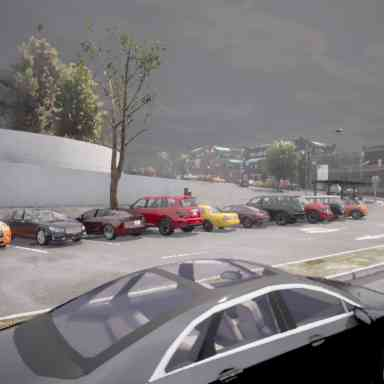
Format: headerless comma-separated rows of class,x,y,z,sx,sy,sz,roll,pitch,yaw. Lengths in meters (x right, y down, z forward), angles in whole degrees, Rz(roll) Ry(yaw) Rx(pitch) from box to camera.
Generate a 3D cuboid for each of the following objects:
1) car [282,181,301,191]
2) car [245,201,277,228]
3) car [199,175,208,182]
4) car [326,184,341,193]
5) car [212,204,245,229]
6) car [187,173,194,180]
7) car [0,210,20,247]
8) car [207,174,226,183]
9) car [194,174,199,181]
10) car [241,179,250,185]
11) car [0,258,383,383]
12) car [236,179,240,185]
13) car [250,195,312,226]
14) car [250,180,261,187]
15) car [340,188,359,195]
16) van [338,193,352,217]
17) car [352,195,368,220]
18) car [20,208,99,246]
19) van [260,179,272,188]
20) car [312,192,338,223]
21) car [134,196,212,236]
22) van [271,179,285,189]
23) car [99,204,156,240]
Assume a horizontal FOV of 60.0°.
car,20.736,-0.991,67.463,2.231,1.521,4.892,7,3,35
car,2.867,1.550,22.226,4.674,1.452,2.002,-1,-1,35
car,5.138,-3.697,89.577,2.435,2.045,5.566,7,3,34
car,25.947,-0.424,60.079,2.435,2.045,5.566,7,3,35
car,0.261,1.504,20.598,5.366,1.575,1.946,-1,-1,35
car,1.613,-4.083,94.512,2.185,1.767,4.553,4,1,33
car,-9.389,1.367,13.551,4.553,1.767,2.185,-1,-1,34
car,6.989,-3.174,87.318,1.946,1.575,5.366,7,3,34
car,3.343,-3.849,92.043,2.185,1.767,4.553,6,3,34
car,13.839,-2.042,77.347,2.002,1.452,4.674,7,4,35
car,0.512,1.493,3.496,4.902,1.511,2.128,0,0,-36
car,12.096,-2.315,79.809,2.002,1.452,4.674,7,3,35
car,5.294,1.264,23.984,5.566,2.045,2.435,-1,-1,35
car,15.671,-1.810,75.027,1.946,1.575,5.366,7,3,35
car,27.639,0.138,57.607,2.002,1.452,4.674,7,3,35
van,10.345,1.298,27.360,4.442,1.987,1.878,-1,-1,35
car,12.754,1.405,29.111,4.553,1.767,2.185,-1,-1,35
car,-6.923,1.495,15.277,4.892,1.521,2.231,-1,-1,35
van,17.246,-1.762,72.296,1.878,1.987,4.442,7,4,35
car,7.807,1.268,25.690,5.566,2.045,2.435,-1,-1,35
car,-2.059,1.249,18.770,5.566,2.045,2.435,-1,-1,35
van,18.975,-1.489,69.825,1.878,1.987,4.442,7,4,35
car,-4.503,1.525,17.024,4.792,1.488,2.163,-1,-1,35
